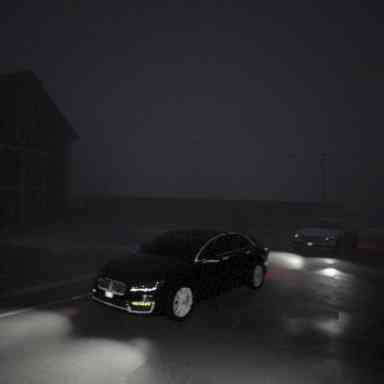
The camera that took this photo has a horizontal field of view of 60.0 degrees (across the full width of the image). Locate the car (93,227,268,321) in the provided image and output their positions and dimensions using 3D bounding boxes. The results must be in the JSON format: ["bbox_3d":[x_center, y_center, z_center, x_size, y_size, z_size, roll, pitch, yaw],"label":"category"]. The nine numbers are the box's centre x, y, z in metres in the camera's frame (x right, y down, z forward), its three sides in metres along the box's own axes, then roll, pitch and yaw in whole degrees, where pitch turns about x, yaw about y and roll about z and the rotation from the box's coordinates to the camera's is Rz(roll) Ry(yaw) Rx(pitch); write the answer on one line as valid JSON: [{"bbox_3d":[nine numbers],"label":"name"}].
[{"bbox_3d":[0.074,1.611,7.691,1.837,1.490,4.892,1,-1,39],"label":"car"}]

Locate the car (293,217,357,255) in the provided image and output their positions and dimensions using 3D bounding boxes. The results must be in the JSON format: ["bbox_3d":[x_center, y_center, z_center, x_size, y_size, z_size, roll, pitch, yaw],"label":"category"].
[{"bbox_3d":[6.331,1.930,15.476,1.812,1.442,4.674,1,-1,39],"label":"car"}]
